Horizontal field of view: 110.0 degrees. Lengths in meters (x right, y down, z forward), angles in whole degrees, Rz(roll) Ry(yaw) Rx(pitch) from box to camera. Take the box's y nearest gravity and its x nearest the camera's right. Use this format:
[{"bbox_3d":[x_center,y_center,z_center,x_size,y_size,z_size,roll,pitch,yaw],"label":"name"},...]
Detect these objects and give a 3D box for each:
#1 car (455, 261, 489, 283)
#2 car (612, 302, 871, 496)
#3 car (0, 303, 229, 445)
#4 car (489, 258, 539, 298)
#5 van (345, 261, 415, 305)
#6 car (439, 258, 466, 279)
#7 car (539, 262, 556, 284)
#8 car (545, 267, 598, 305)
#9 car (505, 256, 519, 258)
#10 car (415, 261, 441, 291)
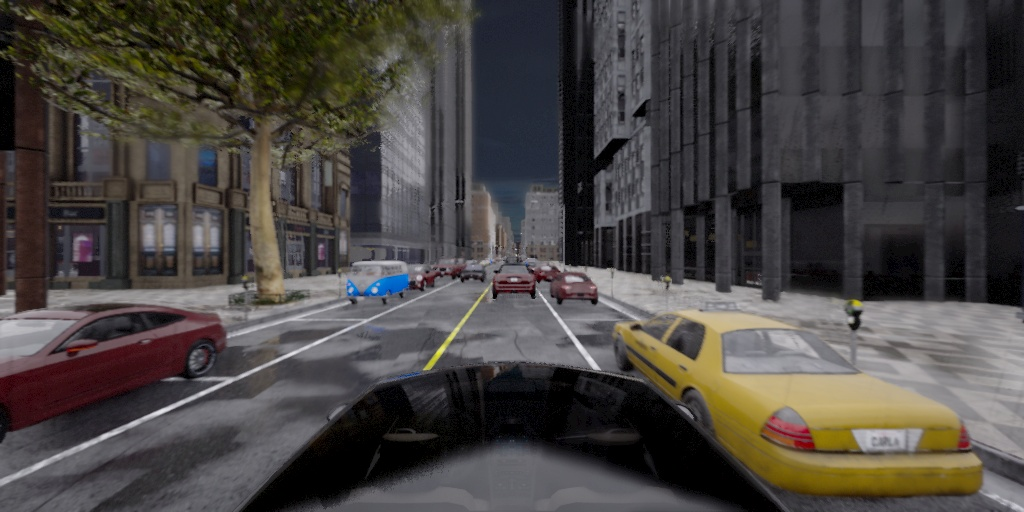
[{"bbox_3d":[-3.006,1.354,29.215,2.033,1.411,5.357,0,0,0],"label":"car"},{"bbox_3d":[2.668,1.279,4.863,1.751,1.417,4.829,0,0,0],"label":"car"},{"bbox_3d":[-5.858,1.334,4.702,1.802,1.307,4.207,0,0,0],"label":"car"},{"bbox_3d":[0.099,1.134,18.865,2.097,1.767,4.553,0,0,0],"label":"car"},{"bbox_3d":[-5.859,1.115,15.980,1.690,1.789,3.998,0,0,0],"label":"van"},{"bbox_3d":[-5.861,1.129,32.900,2.192,1.841,5.009,0,0,0],"label":"car"},{"bbox_3d":[2.665,1.347,27.248,1.888,1.381,4.507,0,0,0],"label":"car"},{"bbox_3d":[2.666,1.357,15.969,1.802,1.307,4.207,0,0,0],"label":"car"},{"bbox_3d":[0.095,1.071,45.500,2.150,2.045,5.566,0,0,0],"label":"car"},{"bbox_3d":[-5.860,1.228,21.620,1.967,1.591,4.097,0,0,0],"label":"car"}]
